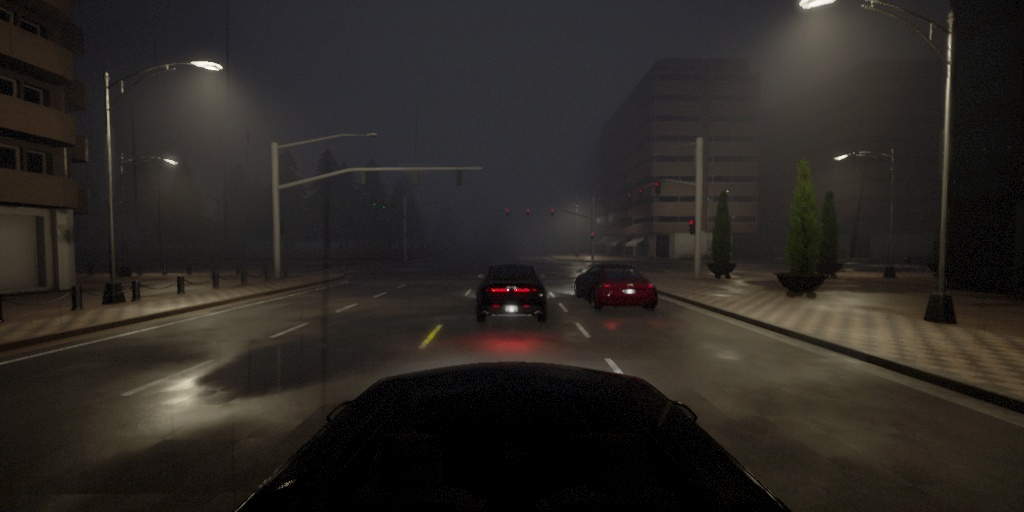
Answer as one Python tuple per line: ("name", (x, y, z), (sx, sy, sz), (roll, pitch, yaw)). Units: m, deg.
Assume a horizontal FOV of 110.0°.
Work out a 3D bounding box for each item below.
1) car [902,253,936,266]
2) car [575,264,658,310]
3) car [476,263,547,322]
("car", (41.476, 0.305, 35.159), (4.718, 1.301, 1.895), (0, 2, -1))
("car", (3.479, 0.956, 12.619), (1.994, 1.385, 4.181), (0, 2, 0))
("car", (-0.015, 0.951, 10.890), (1.837, 1.490, 4.892), (0, 1, 0))
